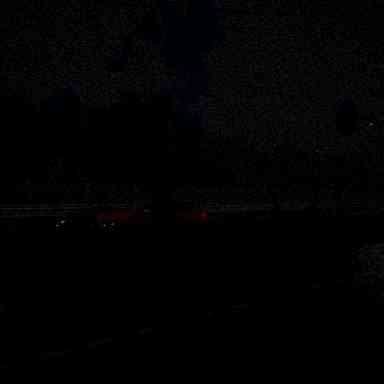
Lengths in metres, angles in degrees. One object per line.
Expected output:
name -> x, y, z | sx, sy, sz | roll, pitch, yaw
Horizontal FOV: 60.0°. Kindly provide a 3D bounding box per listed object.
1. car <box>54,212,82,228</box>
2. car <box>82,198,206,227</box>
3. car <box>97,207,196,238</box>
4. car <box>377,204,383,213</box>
car -> -5.856, 1.652, 21.307 | 5.357, 1.411, 2.033 | 1, -1, -35
car -> -1.897, 1.324, 15.537 | 5.566, 2.045, 2.150 | 1, -1, -35
car -> -2.534, 1.674, 19.381 | 5.357, 1.411, 2.033 | 1, -1, -36
car -> 26.518, 2.184, 44.372 | 4.902, 1.511, 2.128 | 1, -1, -35
